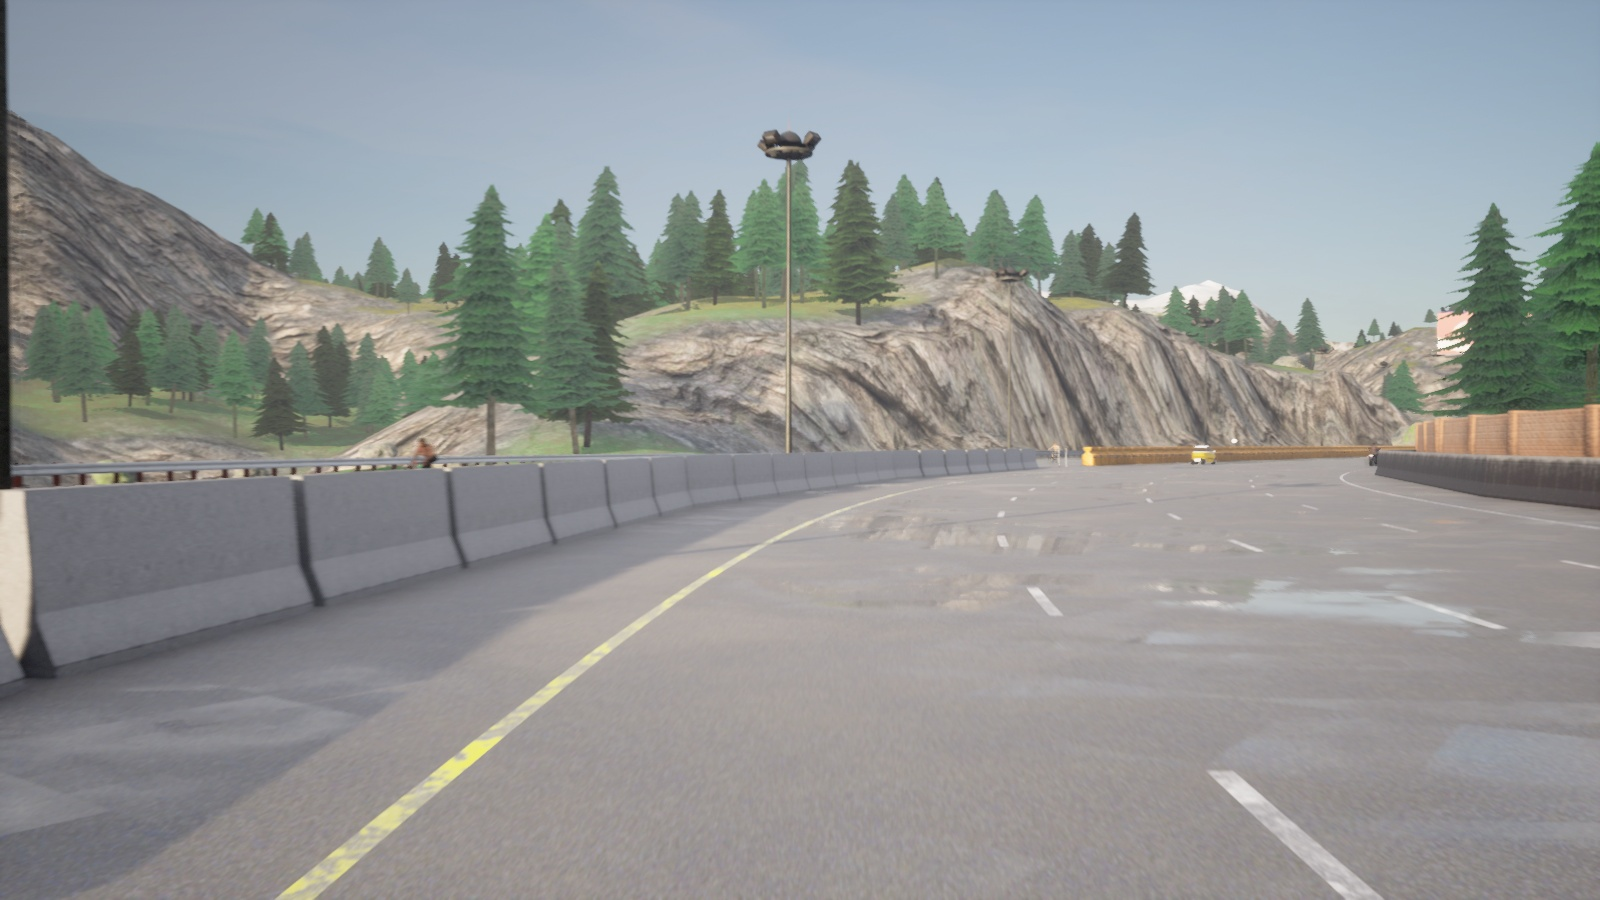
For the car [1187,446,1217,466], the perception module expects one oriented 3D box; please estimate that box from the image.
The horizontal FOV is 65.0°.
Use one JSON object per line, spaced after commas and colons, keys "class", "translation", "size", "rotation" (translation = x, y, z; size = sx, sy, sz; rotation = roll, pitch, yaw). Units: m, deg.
{"class": "car", "translation": [28.219, 0.398, 88.128], "size": [1.481, 1.376, 2.207], "rotation": [0, 1, 35]}
